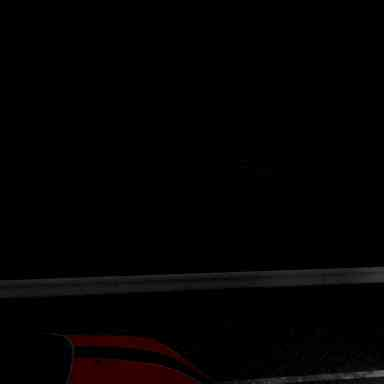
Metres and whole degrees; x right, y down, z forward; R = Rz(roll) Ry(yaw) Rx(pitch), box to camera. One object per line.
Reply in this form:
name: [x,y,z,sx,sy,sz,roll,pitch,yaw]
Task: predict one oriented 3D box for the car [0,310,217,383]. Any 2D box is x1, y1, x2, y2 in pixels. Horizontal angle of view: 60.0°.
car: [-1.848,1.352,1.669,4.553,1.767,2.097,0,0,-6]
